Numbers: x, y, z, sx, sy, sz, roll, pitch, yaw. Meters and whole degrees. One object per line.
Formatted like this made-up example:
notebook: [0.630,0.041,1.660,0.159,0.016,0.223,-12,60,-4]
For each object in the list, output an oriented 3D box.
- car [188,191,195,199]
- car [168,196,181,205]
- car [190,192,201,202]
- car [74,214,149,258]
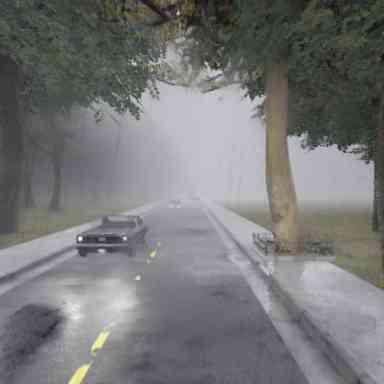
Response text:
car: [0.024,0.831,88.999,2.150,2.045,5.566,0,0,0]
car: [-2.795,1.409,54.465,1.994,1.385,4.181,0,0,0]
car: [0.982,1.325,70.987,1.812,1.442,4.674,0,0,0]
car: [-2.847,1.565,12.750,1.895,1.301,4.718,0,0,0]
